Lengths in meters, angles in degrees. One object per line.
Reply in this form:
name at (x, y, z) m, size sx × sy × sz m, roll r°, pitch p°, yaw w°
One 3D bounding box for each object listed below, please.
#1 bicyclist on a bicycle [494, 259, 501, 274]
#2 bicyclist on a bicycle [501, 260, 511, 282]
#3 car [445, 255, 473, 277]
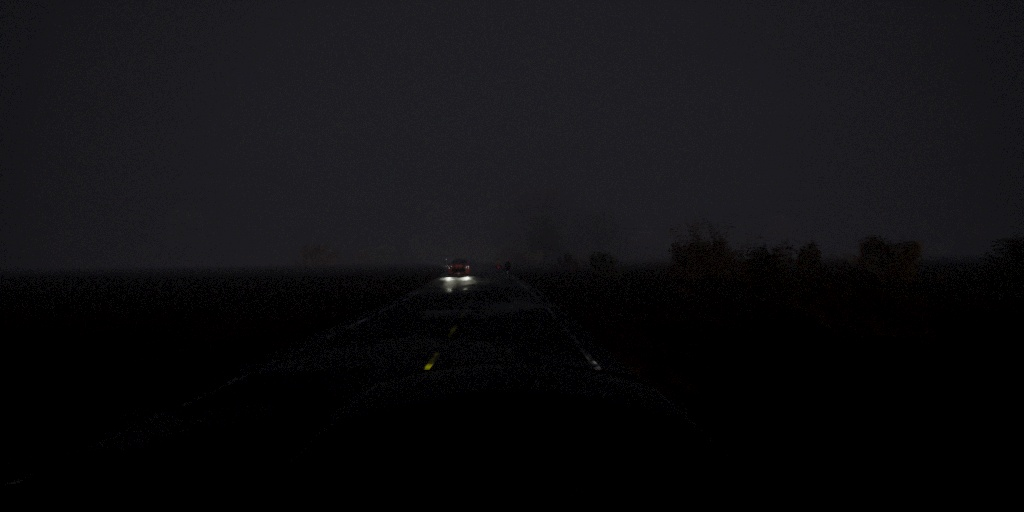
bicyclist on a bicycle at (-1.441, 1.064, 37.093) m, size 0.866 × 1.612 × 1.509 m, roll -1°, pitch 0°, yaw -7°
bicyclist on a bicycle at (-0.313, 1.107, 27.149) m, size 0.582 × 1.620 × 1.656 m, roll -1°, pitch 0°, yaw -6°
car at (-5.081, 1.018, 34.714) m, size 2.097 × 1.767 × 4.553 m, roll -1°, pitch 0°, yaw -7°
